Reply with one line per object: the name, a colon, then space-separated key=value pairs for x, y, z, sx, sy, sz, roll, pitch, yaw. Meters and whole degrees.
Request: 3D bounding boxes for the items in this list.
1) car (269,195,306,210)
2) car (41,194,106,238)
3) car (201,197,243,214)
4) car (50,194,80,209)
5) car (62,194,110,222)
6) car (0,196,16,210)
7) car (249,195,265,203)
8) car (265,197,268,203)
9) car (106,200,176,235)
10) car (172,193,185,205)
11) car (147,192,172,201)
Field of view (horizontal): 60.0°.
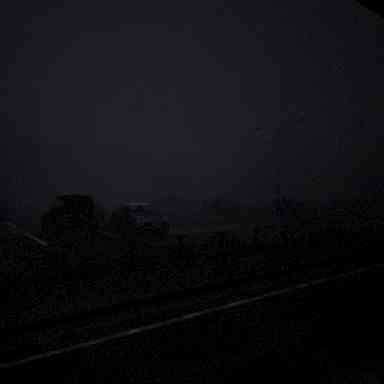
car: x=10.816 y=1.217 z=36.810 sx=1.845 sy=1.501 sz=3.633 roll=0 pitch=0 yaw=-36
car: x=-5.886 y=1.062 z=15.976 sx=1.905 sy=1.878 sz=3.866 roll=0 pitch=0 yaw=-36
car: x=2.689 y=1.230 z=30.995 sx=2.007 sy=1.523 sz=4.514 roll=0 pitch=0 yaw=-36
car: x=-15.458 y=1.118 z=40.211 sx=2.152 sy=1.636 sz=5.027 roll=0 pitch=0 yaw=-36
car: x=-7.827 y=1.072 z=24.280 sx=1.932 sy=1.855 sz=4.605 roll=0 pitch=0 yaw=-36
car: x=-20.471 y=1.219 z=36.192 sx=1.970 sy=1.475 sz=3.806 roll=0 pitch=0 yaw=-36
car: x=12.177 y=1.221 z=60.503 sx=1.845 sy=1.501 sz=3.633 roll=0 pitch=0 yaw=-36
car: x=14.105 y=1.241 z=52.742 sx=1.970 sy=1.475 sz=3.806 roll=0 pitch=0 yaw=-36
car: x=-2.832 y=1.335 z=17.428 sx=1.970 sy=1.475 sz=3.806 roll=0 pitch=0 yaw=-36
car: x=-2.971 y=1.008 z=49.736 sx=1.932 sy=1.855 sz=4.605 roll=0 pitch=0 yaw=-36
car: x=-5.085 y=0.998 z=47.700 sx=1.905 sy=1.878 sz=3.866 roll=0 pitch=0 yaw=-36
